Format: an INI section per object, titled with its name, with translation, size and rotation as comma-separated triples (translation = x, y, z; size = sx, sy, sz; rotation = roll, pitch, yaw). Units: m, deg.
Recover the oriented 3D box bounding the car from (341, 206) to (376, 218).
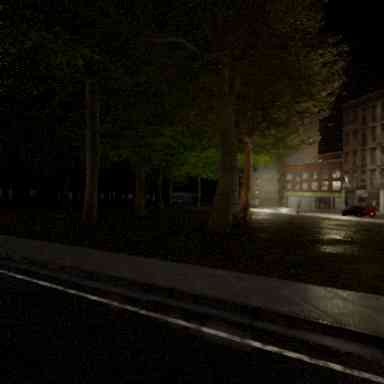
[car]
translation = 20.158, 2.378, 40.428
size = 1.812, 1.442, 4.674
rotation = 0, -1, -13
